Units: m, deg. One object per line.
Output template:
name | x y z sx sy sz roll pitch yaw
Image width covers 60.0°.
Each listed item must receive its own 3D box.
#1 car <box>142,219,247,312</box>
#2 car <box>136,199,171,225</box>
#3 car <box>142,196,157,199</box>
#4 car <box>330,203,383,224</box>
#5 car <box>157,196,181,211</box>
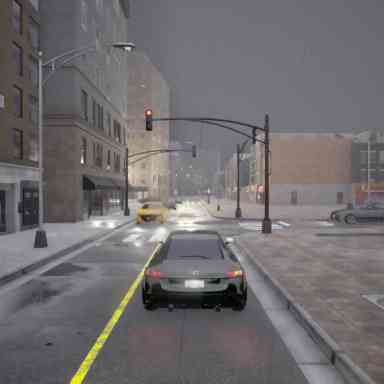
car | 0.057 1.564 7.781 1.994 1.385 4.181 0 0 0
car | -2.832 1.482 24.176 1.882 1.535 5.008 0 0 0
car | -8.935 1.596 69.961 4.674 1.442 1.812 0 0 9
car | 12.069 1.515 23.583 4.181 1.385 1.994 0 0 0
car | -2.816 1.560 41.470 2.033 1.411 5.357 0 0 0
